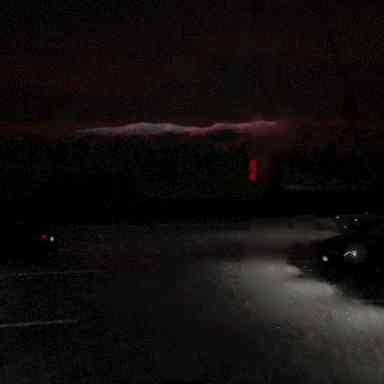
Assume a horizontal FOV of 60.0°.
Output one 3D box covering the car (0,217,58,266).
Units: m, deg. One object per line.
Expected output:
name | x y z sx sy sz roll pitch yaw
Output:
car | -6.457 1.490 10.354 4.181 1.385 1.994 0 1 -9

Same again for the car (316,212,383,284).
car | 5.655 1.394 8.780 4.674 1.442 1.812 0 1 -9

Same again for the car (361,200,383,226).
car | 13.653 1.241 20.737 5.357 1.411 2.033 0 1 -9

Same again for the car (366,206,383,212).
car | 9.616 1.364 16.531 4.718 1.301 1.895 0 1 -9
